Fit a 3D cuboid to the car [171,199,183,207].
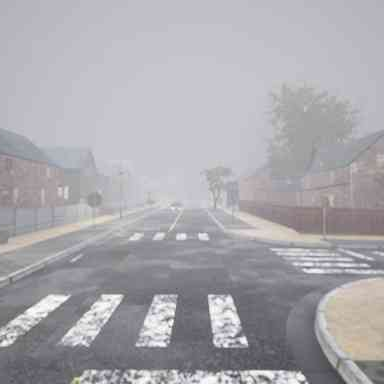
[{"bbox_3d":[-2.697,2.038,59.907,1.994,1.385,4.181,0,-1,0],"label":"car"}]
